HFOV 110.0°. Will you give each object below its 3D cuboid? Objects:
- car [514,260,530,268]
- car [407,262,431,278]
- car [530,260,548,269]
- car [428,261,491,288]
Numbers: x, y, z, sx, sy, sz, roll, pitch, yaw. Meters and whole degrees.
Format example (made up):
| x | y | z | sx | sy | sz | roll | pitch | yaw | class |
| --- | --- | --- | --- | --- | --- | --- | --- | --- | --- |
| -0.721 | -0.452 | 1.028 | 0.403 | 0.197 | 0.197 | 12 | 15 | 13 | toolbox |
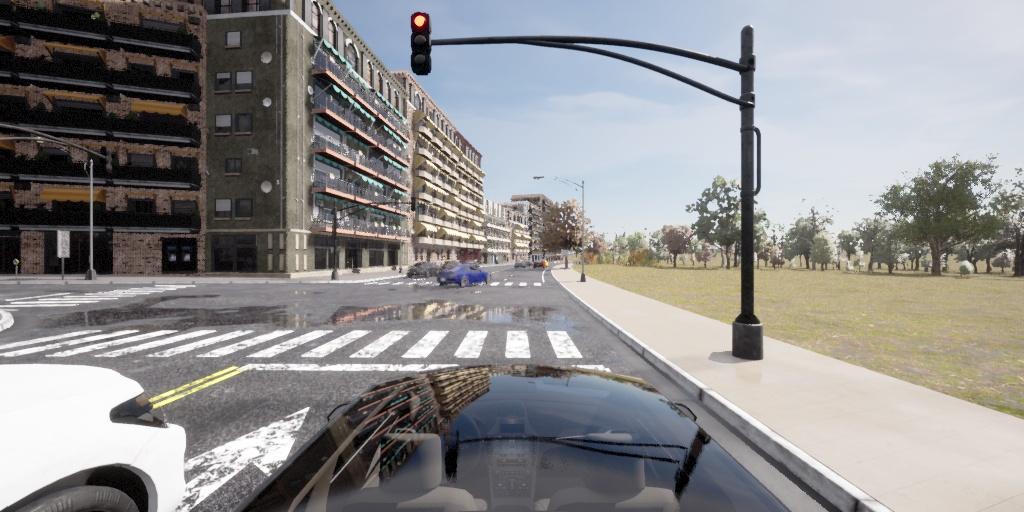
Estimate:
| x | y | z | sx | sy | sz | roll | pitch | yaw | class |
| --- | --- | --- | --- | --- | --- | --- | --- | --- | --- |
| 1.583 | 1.482 | 64.013 | 2.033 | 1.411 | 5.357 | 0 | 0 | 9 | car |
| -8.504 | 1.313 | 34.511 | 1.837 | 1.490 | 4.892 | 0 | 0 | 5 | car |
| 4.865 | 1.413 | 63.842 | 1.882 | 1.535 | 5.008 | 0 | 0 | 9 | car |
| -3.204 | 1.304 | 24.314 | 1.812 | 1.442 | 4.674 | 1 | 0 | 29 | car |
